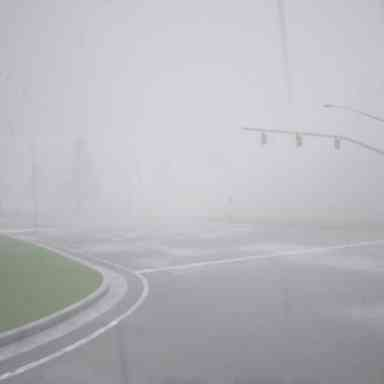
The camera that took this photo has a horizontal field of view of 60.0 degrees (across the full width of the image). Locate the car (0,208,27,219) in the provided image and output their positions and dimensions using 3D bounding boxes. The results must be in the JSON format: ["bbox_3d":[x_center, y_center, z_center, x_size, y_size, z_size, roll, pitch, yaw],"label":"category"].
[{"bbox_3d":[-26.992,3.121,49.241,5.008,1.535,1.882,-1,-2,14],"label":"car"}]
